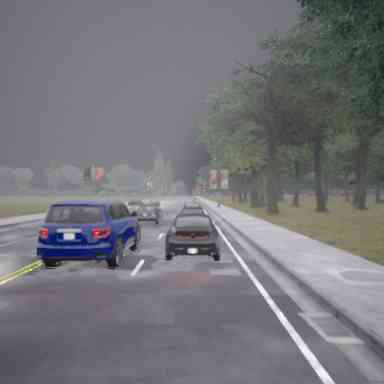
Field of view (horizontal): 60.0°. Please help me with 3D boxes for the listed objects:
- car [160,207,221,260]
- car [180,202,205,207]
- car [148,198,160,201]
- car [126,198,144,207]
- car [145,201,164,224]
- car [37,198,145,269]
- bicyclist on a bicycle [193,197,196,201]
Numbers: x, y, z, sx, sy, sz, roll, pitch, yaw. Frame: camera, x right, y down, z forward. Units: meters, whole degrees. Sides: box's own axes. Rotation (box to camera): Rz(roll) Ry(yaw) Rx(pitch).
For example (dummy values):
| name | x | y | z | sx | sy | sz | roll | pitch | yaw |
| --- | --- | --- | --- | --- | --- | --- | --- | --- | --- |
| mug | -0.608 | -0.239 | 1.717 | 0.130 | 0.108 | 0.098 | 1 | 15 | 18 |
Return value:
| name | x | y | z | sx | sy | sz | roll | pitch | yaw |
| --- | --- | --- | --- | --- | --- | --- | --- | --- | --- |
| car | 0.040 | 1.550 | 12.614 | 1.837 | 1.490 | 4.892 | 0 | 0 | 0 |
| car | 0.033 | 1.598 | 27.609 | 2.128 | 1.511 | 4.902 | 0 | 0 | 0 |
| car | -6.582 | 1.782 | 57.814 | 1.812 | 1.442 | 4.674 | 0 | 0 | 0 |
| car | -9.824 | 1.803 | 57.813 | 2.033 | 1.411 | 5.357 | 0 | 0 | 1 |
| car | -3.236 | 1.644 | 25.434 | 2.033 | 1.411 | 5.357 | 0 | 0 | 1 |
| car | -3.220 | 1.263 | 11.465 | 2.150 | 2.045 | 5.566 | 0 | 0 | 0 |
| bicyclist on a bicycle | 0.844 | 1.895 | 93.269 | 0.866 | 1.612 | 1.509 | 0 | 0 | 0 |
